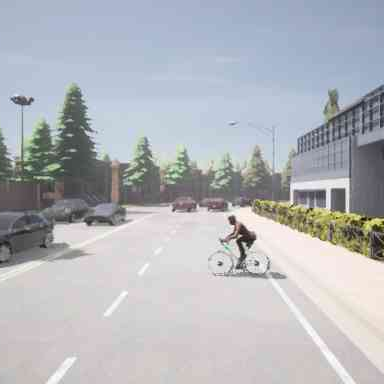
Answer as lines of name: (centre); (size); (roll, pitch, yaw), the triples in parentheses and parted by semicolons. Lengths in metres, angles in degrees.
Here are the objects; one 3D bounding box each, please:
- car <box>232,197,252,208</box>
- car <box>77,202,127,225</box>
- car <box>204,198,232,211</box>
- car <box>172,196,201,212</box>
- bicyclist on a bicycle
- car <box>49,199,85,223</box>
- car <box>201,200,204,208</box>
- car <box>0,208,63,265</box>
car: (7.512, 1.484, 49.516); (2.128, 1.511, 4.902); (0, 0, 31)
car: (-6.104, 1.543, 24.130); (2.033, 1.411, 5.357); (0, 0, 3)
car: (3.182, 1.471, 39.822); (1.882, 1.535, 5.008); (0, 0, 15)
car: (-0.749, 1.346, 38.630); (2.097, 1.767, 4.553); (0, 0, 13)
bicyclist on a bicycle: (1.230, 1.437, 8.799); (1.656, 1.620, 0.582); (-1, 0, 2)
car: (-9.510, 1.348, 25.547); (2.097, 1.767, 4.553); (0, 0, 4)
car: (2.625, 1.556, 48.061); (1.994, 1.385, 4.181); (0, 0, 27)
car: (-6.663, 1.504, 11.846); (1.837, 1.490, 4.892); (0, 0, 2)
